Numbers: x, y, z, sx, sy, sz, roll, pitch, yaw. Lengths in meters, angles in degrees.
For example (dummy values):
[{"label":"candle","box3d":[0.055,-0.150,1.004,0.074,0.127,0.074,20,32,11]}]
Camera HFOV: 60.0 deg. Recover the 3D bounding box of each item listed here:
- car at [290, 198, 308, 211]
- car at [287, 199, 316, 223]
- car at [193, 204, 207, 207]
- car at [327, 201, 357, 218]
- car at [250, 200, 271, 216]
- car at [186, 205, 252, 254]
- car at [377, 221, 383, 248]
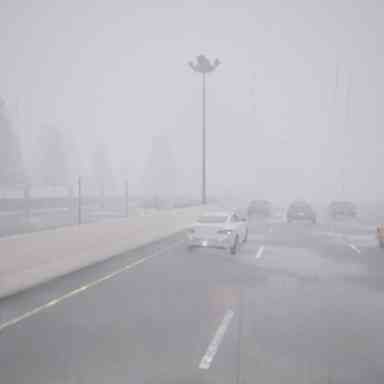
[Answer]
[{"label":"car","box3d":[12.938,1.478,40.021,1.895,1.301,4.718,0,0,20]},{"label":"car","box3d":[8.134,1.488,24.854,1.994,1.385,4.181,0,0,16]},{"label":"car","box3d":[1.874,1.348,40.740,2.128,1.511,4.902,0,0,19]},{"label":"car","box3d":[13.050,1.464,29.160,2.033,1.411,5.357,0,0,16]},{"label":"car","box3d":[6.338,1.445,31.144,2.033,1.411,5.357,0,0,16]},{"label":"car","box3d":[1.096,1.479,13.313,1.812,1.442,4.674,0,0,16]},{"label":"car","box3d":[7.820,1.450,11.364,1.882,1.535,5.008,0,0,16]}]
